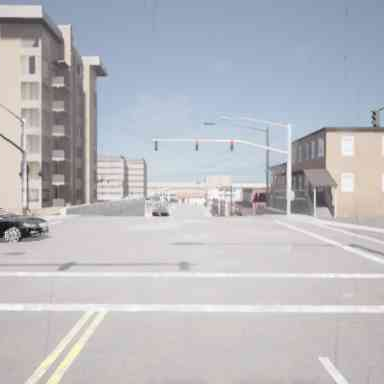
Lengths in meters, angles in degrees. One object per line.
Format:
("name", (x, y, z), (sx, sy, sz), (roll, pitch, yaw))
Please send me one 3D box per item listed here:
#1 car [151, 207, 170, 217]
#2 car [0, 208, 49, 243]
("car", (-3.633, 2.471, 39.670), (2.033, 1.411, 5.357), (0, -8, 0))
("car", (-9.067, 1.435, 15.003), (4.902, 1.511, 2.128), (-1, 0, 1))
